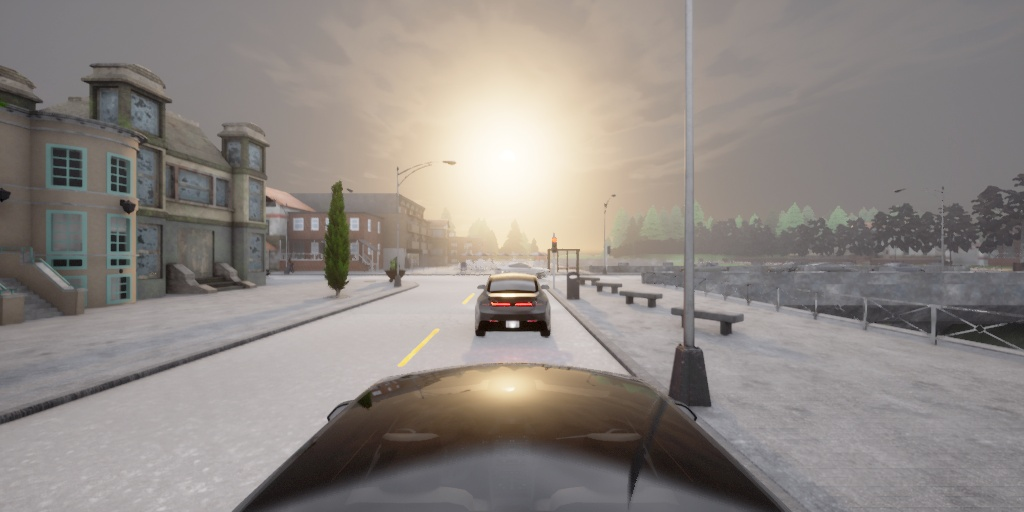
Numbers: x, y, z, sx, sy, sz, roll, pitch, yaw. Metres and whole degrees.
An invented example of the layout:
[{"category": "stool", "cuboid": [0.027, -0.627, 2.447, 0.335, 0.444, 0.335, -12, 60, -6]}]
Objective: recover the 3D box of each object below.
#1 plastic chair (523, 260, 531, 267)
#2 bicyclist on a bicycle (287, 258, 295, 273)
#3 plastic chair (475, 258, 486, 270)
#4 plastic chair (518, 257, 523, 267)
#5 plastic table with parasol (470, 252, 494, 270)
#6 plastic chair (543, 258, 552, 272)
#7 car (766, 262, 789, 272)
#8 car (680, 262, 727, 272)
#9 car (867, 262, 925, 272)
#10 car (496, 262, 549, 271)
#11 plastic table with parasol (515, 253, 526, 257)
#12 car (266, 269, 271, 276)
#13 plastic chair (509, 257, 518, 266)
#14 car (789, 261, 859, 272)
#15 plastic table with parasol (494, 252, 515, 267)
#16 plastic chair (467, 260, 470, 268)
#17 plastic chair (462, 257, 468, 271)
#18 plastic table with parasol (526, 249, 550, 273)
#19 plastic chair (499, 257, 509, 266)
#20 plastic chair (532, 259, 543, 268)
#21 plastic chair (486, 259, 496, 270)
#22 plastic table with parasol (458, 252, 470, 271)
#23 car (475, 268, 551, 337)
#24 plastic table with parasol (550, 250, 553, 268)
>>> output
[{"category": "plastic chair", "cuboid": [2.246, 1.267, 50.001, 0.730, 1.272, 0.750, 0, 0, 0]}, {"category": "bicyclist on a bicycle", "cuboid": [-24.186, 1.090, 39.098, 0.582, 1.620, 1.656, 0, 0, 0]}, {"category": "plastic chair", "cuboid": [-4.354, 1.268, 49.502, 0.750, 1.272, 0.730, 0, 0, 0]}, {"category": "plastic chair", "cuboid": [1.050, 1.264, 64.133, 0.750, 1.272, 0.730, 0, 0, -1]}, {"category": "plastic table with parasol", "cuboid": [-4.234, 0.663, 50.722, 2.482, 2.480, 2.482, 0, 0, 0]}, {"category": "plastic chair", "cuboid": [4.846, 1.267, 49.801, 0.730, 1.272, 0.750, 0, 0, 0]}, {"category": "car", "cuboid": [27.434, 1.247, 34.901, 4.892, 1.490, 1.837, 0, 0, 0]}, {"category": "car", "cuboid": [18.648, 1.306, 34.904, 4.181, 1.385, 1.994, 0, 0, 0]}, {"category": "car", "cuboid": [37.328, 1.306, 34.888, 4.181, 1.385, 1.994, 0, 0, 0]}, {"category": "car", "cuboid": [0.860, 1.268, 30.711, 4.674, 1.442, 1.812, 0, 0, 0]}, {"category": "plastic table with parasol", "cuboid": [1.167, 0.660, 65.312, 2.482, 2.480, 2.482, 0, 0, 0]}, {"category": "car", "cuboid": [-23.462, 1.344, 30.700, 4.718, 1.301, 1.895, 0, 0, 0]}, {"category": "plastic chair", "cuboid": [0.146, 1.266, 57.602, 0.730, 1.272, 0.750, 0, 0, 0]}, {"category": "car", "cuboid": [26.997, 1.268, 30.717, 4.674, 1.442, 1.812, 0, 0, 0]}, {"category": "plastic table with parasol", "cuboid": [-1.204, 0.661, 57.702, 2.482, 2.480, 2.482, 0, 0, 0]}, {"category": "plastic chair", "cuboid": [-5.554, 1.267, 50.802, 0.730, 1.272, 0.750, 0, 0, 0]}, {"category": "plastic chair", "cuboid": [-7.050, 1.266, 56.134, 0.750, 1.272, 0.730, 0, 0, -1]}, {"category": "plastic table with parasol", "cuboid": [3.586, 0.663, 49.971, 2.482, 2.480, 2.482, 0, 0, 0]}, {"category": "plastic chair", "cuboid": [-1.254, 1.266, 56.502, 0.750, 1.272, 0.730, 0, 0, 0]}, {"category": "plastic chair", "cuboid": [3.446, 1.268, 48.701, 0.750, 1.272, 0.730, 0, 0, 0]}, {"category": "plastic chair", "cuboid": [-2.954, 1.267, 50.602, 0.730, 1.272, 0.750, 0, 0, 0]}, {"category": "plastic table with parasol", "cuboid": [-7.124, 0.662, 57.312, 2.482, 2.480, 2.482, 0, 0, 0]}, {"category": "car", "cuboid": [0.035, 1.253, 10.302, 1.837, 1.490, 4.892, 0, 0, 1]}, {"category": "plastic table with parasol", "cuboid": [4.996, 0.661, 58.601, 2.482, 2.480, 2.482, 0, 0, 0]}]
